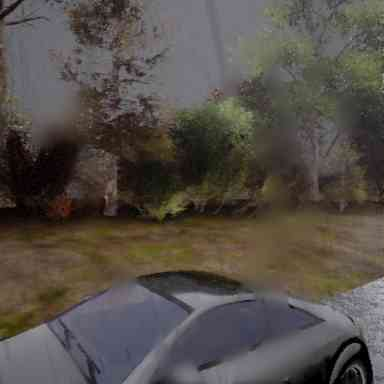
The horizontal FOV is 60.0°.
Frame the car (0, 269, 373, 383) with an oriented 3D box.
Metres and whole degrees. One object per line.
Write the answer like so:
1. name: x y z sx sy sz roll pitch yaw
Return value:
1. car: -0.218 1.518 2.985 4.181 1.385 1.994 0 1 -36
